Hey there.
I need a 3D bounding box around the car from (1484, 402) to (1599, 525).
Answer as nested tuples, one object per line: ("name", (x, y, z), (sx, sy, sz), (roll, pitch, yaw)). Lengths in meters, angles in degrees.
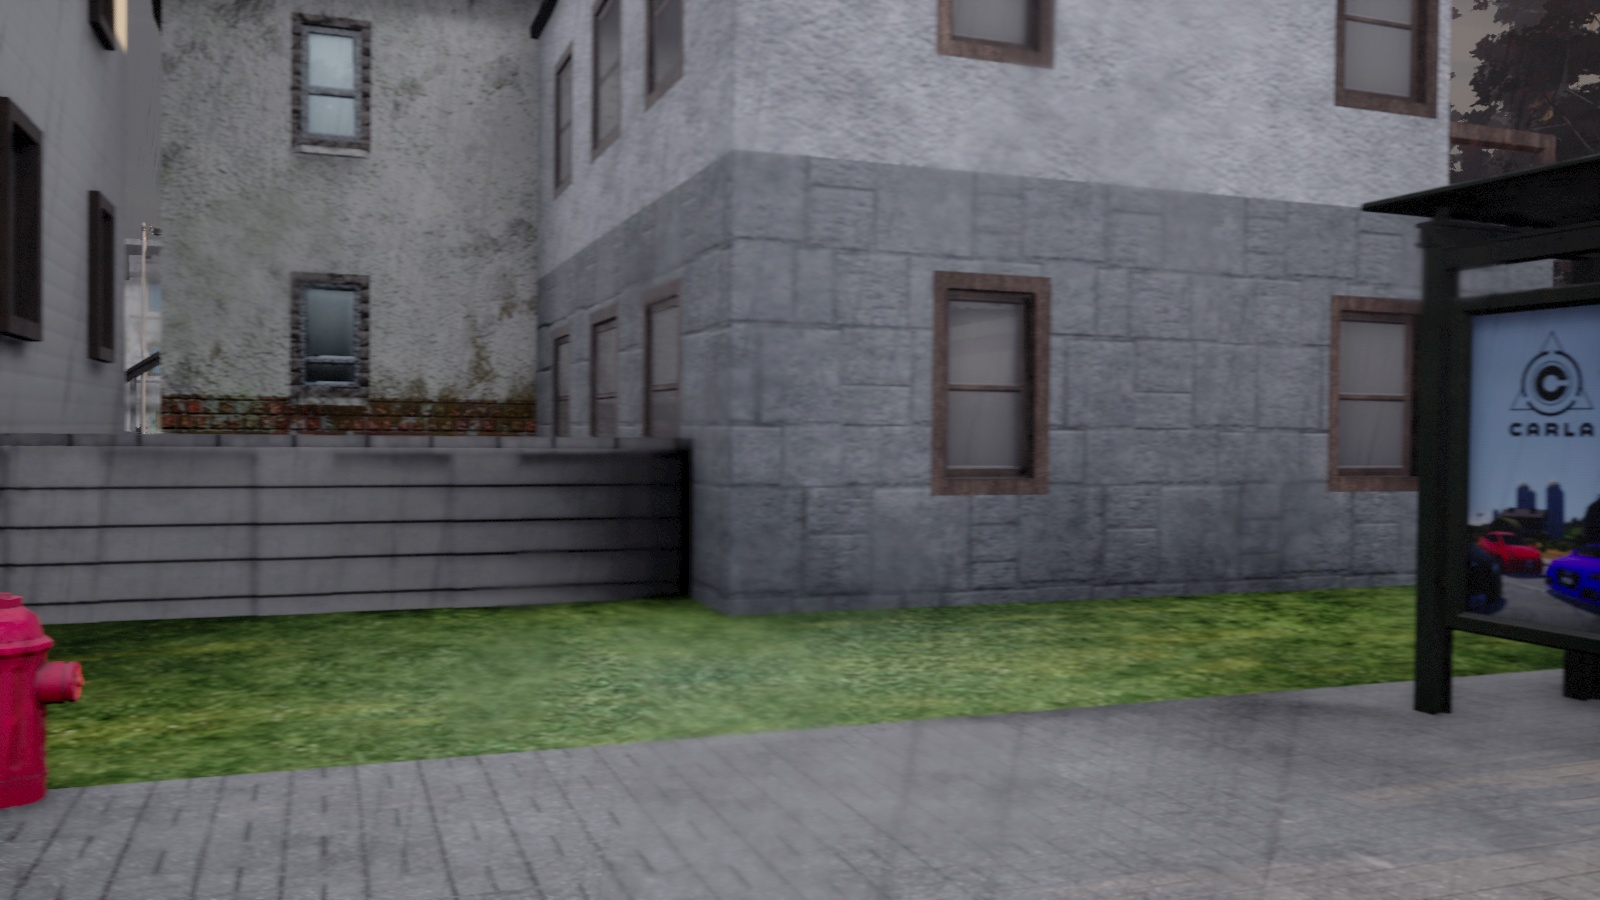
("car", (12.007, 0.177, 16.586), (2.152, 1.651, 5.027), (-1, 1, -21))
